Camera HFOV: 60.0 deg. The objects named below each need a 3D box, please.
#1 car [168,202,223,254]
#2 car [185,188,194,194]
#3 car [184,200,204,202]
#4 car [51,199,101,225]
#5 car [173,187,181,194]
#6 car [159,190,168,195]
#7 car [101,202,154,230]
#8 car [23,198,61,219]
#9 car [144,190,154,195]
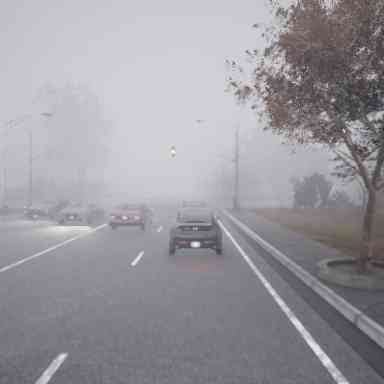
[{"bbox_3d":[0.117,1.360,12.889,1.837,1.490,4.892,0,1,0],"label":"car"},{"bbox_3d":[-0.404,-0.177,92.078,1.994,1.385,4.181,0,1,-4],"label":"car"},{"bbox_3d":[0.140,1.248,24.480,1.895,1.301,4.718,0,1,1],"label":"car"},{"bbox_3d":[-7.029,1.267,21.425,1.994,1.385,4.181,0,1,1],"label":"car"},{"bbox_3d":[-3.879,-0.192,91.551,2.128,1.511,4.902,0,1,-4],"label":"car"},{"bbox_3d":[-7.024,0.092,81.291,1.994,1.385,4.181,0,1,-1],"label":"car"},{"bbox_3d":[-3.377,1.293,19.200,2.033,1.411,5.357,0,1,0],"label":"car"},{"bbox_3d":[-10.488,1.183,24.959,2.033,1.411,5.357,0,1,0],"label":"car"},{"bbox_3d":[-10.519,0.139,81.037,1.895,1.301,4.718,0,1,-1],"label":"car"}]
